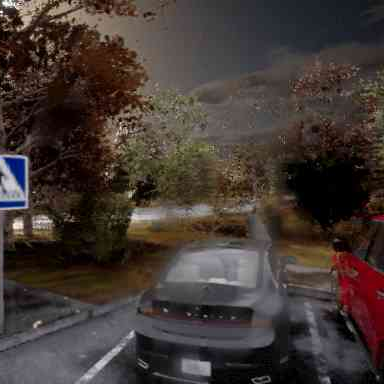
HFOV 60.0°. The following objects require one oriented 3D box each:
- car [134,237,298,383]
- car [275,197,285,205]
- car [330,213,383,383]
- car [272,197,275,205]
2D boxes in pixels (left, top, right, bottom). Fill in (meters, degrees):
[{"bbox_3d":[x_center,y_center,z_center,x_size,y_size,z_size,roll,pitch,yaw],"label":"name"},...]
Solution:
[{"bbox_3d":[0.661,1.508,5.637,2.231,1.521,4.892,0,-1,15],"label":"car"},{"bbox_3d":[17.716,1.717,59.897,4.718,1.301,1.895,-3,1,-36],"label":"car"},{"bbox_3d":[3.094,1.238,3.953,2.435,2.045,5.566,0,-1,15],"label":"car"},{"bbox_3d":[16.103,1.607,63.049,5.008,1.535,1.882,-3,1,-36],"label":"car"}]
